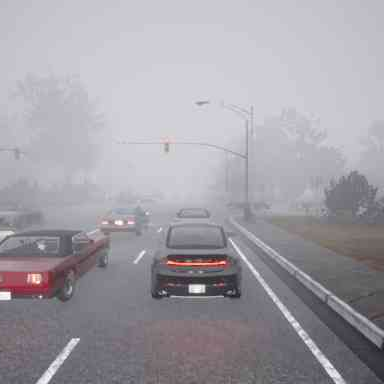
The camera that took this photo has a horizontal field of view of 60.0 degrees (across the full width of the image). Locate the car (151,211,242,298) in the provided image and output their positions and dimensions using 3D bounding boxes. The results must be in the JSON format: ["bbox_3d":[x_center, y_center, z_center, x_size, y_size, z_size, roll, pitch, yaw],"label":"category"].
[{"bbox_3d":[0.086,1.472,8.390,1.837,1.490,4.892,0,0,0],"label":"car"}]

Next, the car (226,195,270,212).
[{"bbox_3d":[5.808,1.106,34.622,4.553,1.767,2.097,0,0,9],"label":"car"}]

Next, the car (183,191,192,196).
[{"bbox_3d":[-1.441,0.456,95.186,2.033,1.411,5.357,0,1,-7],"label":"car"}]

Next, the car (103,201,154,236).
[{"bbox_3d":[-3.449,1.441,17.798,2.033,1.411,5.357,0,0,-1],"label":"car"}]

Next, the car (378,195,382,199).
[{"bbox_3d":[23.743,0.939,39.026,5.566,2.045,2.150,0,0,-4],"label":"car"}]

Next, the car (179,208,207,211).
[{"bbox_3d":[0.076,1.495,17.703,1.895,1.301,4.718,0,0,0],"label":"car"}]

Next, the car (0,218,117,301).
[{"bbox_3d":[-3.415,1.570,8.209,1.895,1.301,4.718,0,0,0],"label":"car"}]

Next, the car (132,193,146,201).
[{"bbox_3d":[-10.673,0.945,67.196,1.882,1.535,5.008,0,0,0],"label":"car"}]

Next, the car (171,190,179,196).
[{"bbox_3d":[-4.921,0.275,94.818,2.097,1.767,4.553,0,1,-7],"label":"car"}]

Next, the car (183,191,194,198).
[{"bbox_3d":[-0.687,0.775,85.309,1.994,1.385,4.181,0,1,-4],"label":"car"}]

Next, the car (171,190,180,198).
[{"bbox_3d":[-4.159,0.756,84.771,2.128,1.511,4.902,0,1,-4],"label":"car"}]

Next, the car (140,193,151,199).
[{"bbox_3d":[-10.866,0.931,77.879,1.895,1.301,4.718,0,1,-1],"label":"car"}]

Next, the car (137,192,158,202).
[{"bbox_3d":[-7.202,1.138,54.365,2.033,1.411,5.357,0,1,0],"label":"car"}]

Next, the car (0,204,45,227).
[{"bbox_3d":[-10.639,1.437,20.175,1.994,1.385,4.181,0,0,0],"label":"car"}]

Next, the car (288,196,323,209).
[{"bbox_3d":[13.659,1.214,38.436,4.902,1.511,2.128,0,0,-3],"label":"car"}]

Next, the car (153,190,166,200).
[{"bbox_3d":[-7.178,0.667,69.217,2.150,2.045,5.566,0,1,-1],"label":"car"}]

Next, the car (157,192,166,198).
[{"bbox_3d":[-7.560,0.745,82.736,1.882,1.535,5.008,0,1,-2],"label":"car"}]

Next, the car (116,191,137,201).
[{"bbox_3d":[-10.701,0.816,53.869,2.150,2.045,5.566,0,0,0],"label":"car"}]
